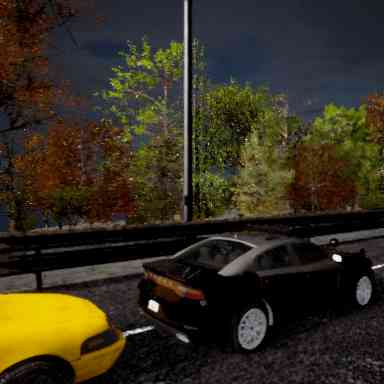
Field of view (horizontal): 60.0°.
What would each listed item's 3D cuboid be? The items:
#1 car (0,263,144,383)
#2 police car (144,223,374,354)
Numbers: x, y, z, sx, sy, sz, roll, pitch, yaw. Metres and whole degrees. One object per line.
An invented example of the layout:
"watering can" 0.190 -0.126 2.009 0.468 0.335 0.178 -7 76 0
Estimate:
"car" -3.261 1.457 2.832 5.366 1.575 1.801 0 0 -36
"police car" 1.559 1.427 6.275 5.238 1.638 1.930 0 0 -36
